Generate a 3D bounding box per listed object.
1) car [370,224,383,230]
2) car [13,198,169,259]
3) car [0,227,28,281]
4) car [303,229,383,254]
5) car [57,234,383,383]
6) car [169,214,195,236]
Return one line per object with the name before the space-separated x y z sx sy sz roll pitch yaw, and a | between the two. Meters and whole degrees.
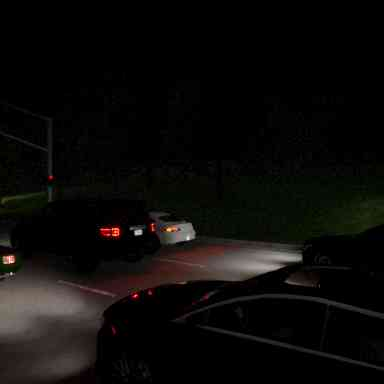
car | 5.328 1.526 8.769 4.674 1.442 1.812 0 0 35
car | -3.668 1.221 10.853 5.566 2.045 2.150 0 0 36
car | -6.433 1.601 8.532 4.718 1.301 1.895 0 0 36
car | 4.704 1.547 4.939 5.357 1.411 2.033 0 0 35
car | 1.110 1.492 3.199 4.902 1.511 2.128 0 0 35
car | -2.022 1.526 13.983 4.674 1.442 1.812 0 0 36
